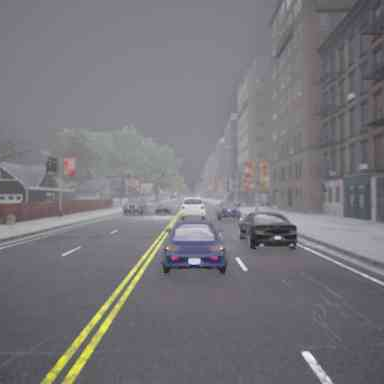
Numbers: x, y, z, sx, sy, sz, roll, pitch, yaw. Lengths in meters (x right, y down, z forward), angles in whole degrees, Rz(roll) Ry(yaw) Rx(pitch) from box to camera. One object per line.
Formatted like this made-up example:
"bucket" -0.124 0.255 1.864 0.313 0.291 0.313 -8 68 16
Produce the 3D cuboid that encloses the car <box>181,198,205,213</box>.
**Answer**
"car" 0.094 1.571 31.626 2.150 2.045 5.566 0 -1 0

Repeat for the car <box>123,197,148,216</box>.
"car" -6.594 1.654 39.278 2.150 2.045 5.566 0 -1 0

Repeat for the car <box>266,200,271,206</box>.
"car" 16.381 2.210 60.867 4.206 1.307 1.802 0 -1 0

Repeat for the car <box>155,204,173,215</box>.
"car" -3.344 2.037 39.759 1.895 1.301 4.718 0 -1 0

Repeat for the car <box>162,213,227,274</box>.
"car" 0.076 1.650 10.927 1.812 1.442 4.674 0 -1 0

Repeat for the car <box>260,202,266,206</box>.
"car" 16.376 2.328 68.891 4.313 1.339 1.947 0 -1 0

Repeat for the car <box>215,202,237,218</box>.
"car" 3.341 1.702 31.644 2.097 1.767 4.553 0 -1 0

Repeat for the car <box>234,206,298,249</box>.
"car" 3.341 1.651 15.420 1.882 1.535 5.008 0 0 0
